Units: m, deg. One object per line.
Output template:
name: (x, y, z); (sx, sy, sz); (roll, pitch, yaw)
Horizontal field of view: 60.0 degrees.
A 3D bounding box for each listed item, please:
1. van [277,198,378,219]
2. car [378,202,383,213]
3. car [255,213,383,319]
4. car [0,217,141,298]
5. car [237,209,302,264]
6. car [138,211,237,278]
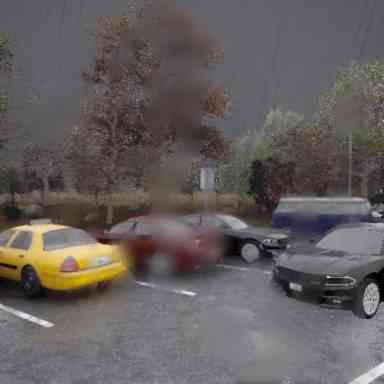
van: (5.775, 1.241, 15.286); (4.442, 1.987, 1.878); (-1, 0, 35)
car: (8.331, 1.463, 16.900); (5.008, 1.535, 2.097); (-1, -1, 36)
car: (3.955, 1.464, 7.525); (5.008, 1.535, 1.882); (0, 0, -35)
car: (-4.036, 1.482, 8.541); (5.366, 1.575, 1.946); (-1, 0, 35)
car: (0.983, 1.474, 11.857); (5.008, 1.535, 2.097); (-1, -1, 35)
car: (-1.450, 1.478, 10.139); (5.008, 1.535, 2.097); (-1, 0, 35)
